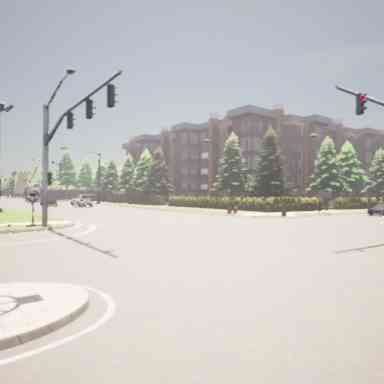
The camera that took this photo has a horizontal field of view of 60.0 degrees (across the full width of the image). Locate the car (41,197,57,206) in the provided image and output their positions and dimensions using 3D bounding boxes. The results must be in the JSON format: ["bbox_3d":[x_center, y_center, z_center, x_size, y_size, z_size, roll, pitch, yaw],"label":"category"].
[{"bbox_3d":[-24.989,1.639,58.039,1.882,1.535,5.008,1,0,-36],"label":"car"}]

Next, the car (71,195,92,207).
[{"bbox_3d":[-18.128,1.427,54.538,2.150,2.045,5.566,1,0,-36],"label":"car"}]

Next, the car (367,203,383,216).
[{"bbox_3d":[22.447,2.034,38.638,5.357,1.411,2.033,1,0,-36],"label":"car"}]
